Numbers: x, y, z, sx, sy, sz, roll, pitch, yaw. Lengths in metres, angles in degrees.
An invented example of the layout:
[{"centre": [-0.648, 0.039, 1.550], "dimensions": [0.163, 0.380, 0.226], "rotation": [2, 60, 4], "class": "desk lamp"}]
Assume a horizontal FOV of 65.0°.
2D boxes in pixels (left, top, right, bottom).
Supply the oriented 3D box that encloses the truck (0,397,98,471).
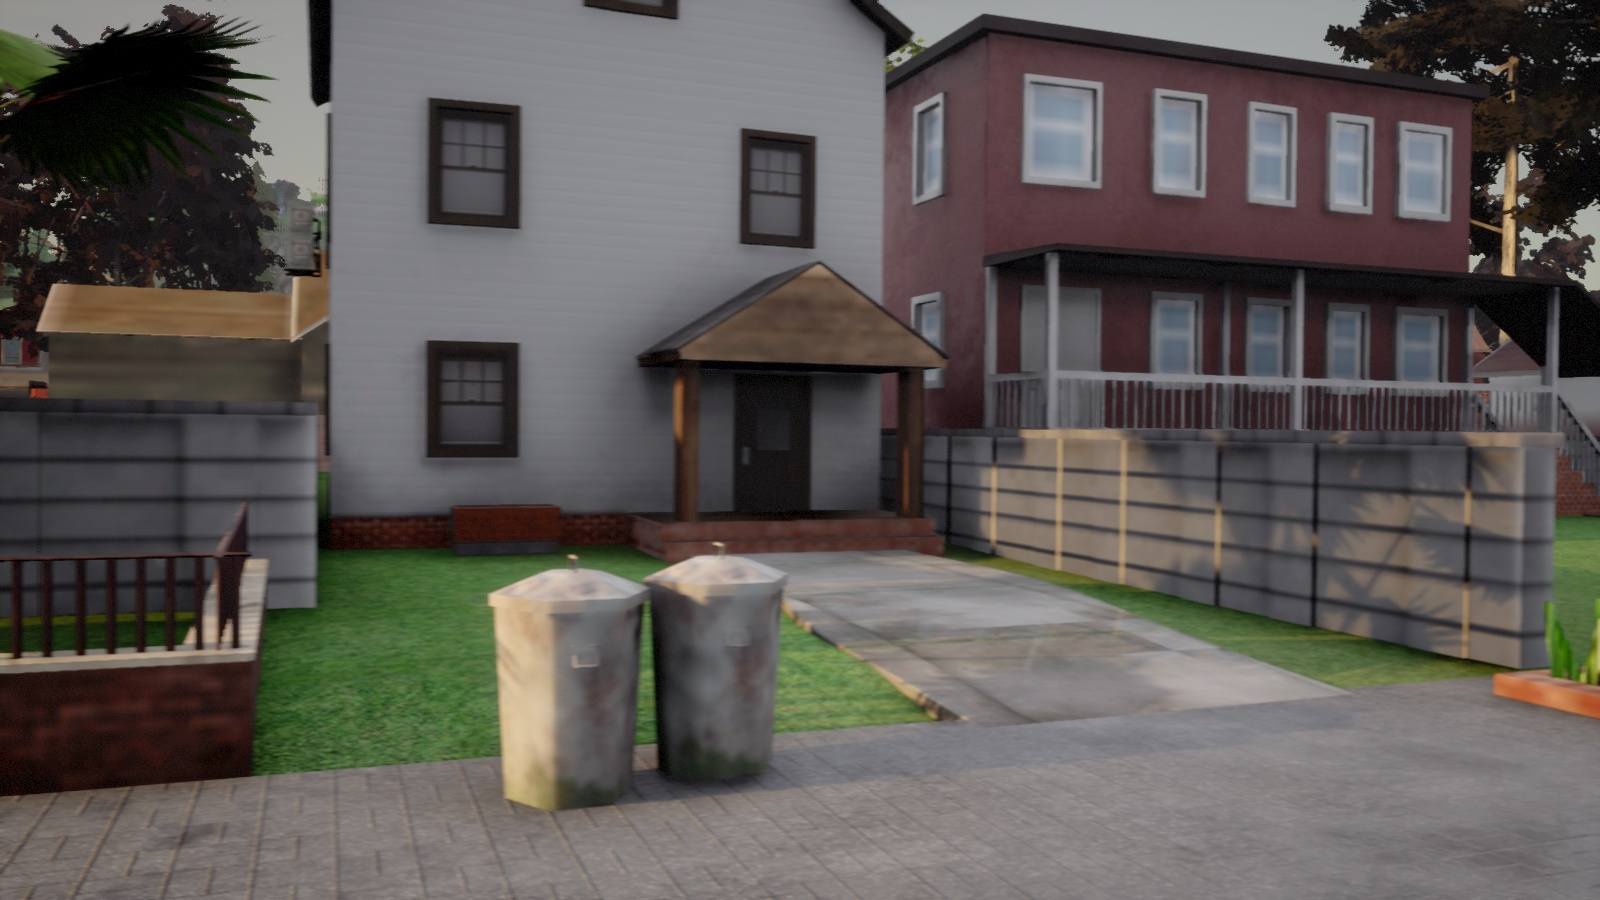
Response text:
[{"centre": [-38.202, -0.744, 59.773], "dimensions": [7.936, 3.462, 2.891], "rotation": [-1, 1, -21], "class": "truck"}]
